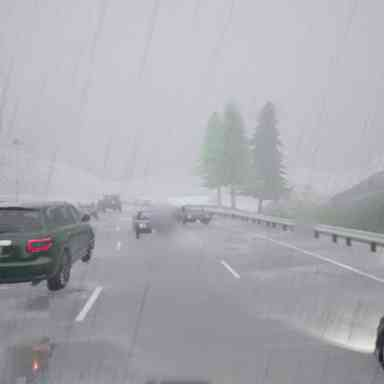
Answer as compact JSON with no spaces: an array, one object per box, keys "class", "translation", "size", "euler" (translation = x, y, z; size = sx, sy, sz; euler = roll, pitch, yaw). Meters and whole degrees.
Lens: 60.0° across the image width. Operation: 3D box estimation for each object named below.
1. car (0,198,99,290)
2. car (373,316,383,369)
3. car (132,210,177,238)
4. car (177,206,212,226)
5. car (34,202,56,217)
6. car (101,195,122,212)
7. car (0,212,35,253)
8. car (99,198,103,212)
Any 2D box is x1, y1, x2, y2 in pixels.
[{"class":"car","translation":[-4.213,1.256,9.210],"size":[2.150,2.045,5.566],"euler":[0,0,-7]},{"class":"car","translation":[3.270,1.551,2.422],"size":[1.994,1.385,4.181],"euler":[0,0,-1]},{"class":"car","translation":[-2.281,1.639,18.220],"size":[1.895,1.301,4.718],"euler":[0,0,-13]},{"class":"car","translation":[-0.211,1.637,24.041],"size":[1.895,1.301,4.718],"euler":[0,0,-16]},{"class":"car","translation":[-15.217,1.726,34.554],"size":[1.895,1.301,4.718],"euler":[0,0,-23]},{"class":"car","translation":[-9.941,1.329,40.036],"size":[2.150,2.045,5.566],"euler":[0,0,-23]},{"class":"car","translation":[-8.641,1.665,14.757],"size":[1.895,1.301,4.718],"euler":[0,0,-11]},{"class":"car","translation":[-9.571,1.582,29.850],"size":[2.128,1.511,4.902],"euler":[0,0,-21]}]
